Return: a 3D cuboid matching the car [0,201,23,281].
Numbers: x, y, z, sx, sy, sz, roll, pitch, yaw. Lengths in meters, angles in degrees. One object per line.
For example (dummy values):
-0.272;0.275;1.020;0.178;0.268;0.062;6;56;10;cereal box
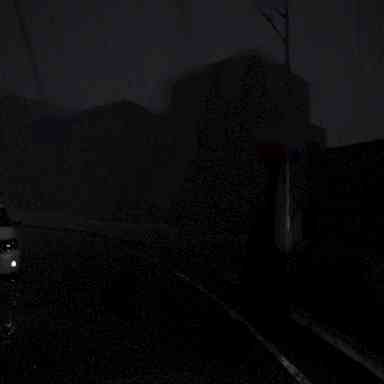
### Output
-6.386;1.290;9.699;2.150;2.045;5.566;1;-1;-32;car
